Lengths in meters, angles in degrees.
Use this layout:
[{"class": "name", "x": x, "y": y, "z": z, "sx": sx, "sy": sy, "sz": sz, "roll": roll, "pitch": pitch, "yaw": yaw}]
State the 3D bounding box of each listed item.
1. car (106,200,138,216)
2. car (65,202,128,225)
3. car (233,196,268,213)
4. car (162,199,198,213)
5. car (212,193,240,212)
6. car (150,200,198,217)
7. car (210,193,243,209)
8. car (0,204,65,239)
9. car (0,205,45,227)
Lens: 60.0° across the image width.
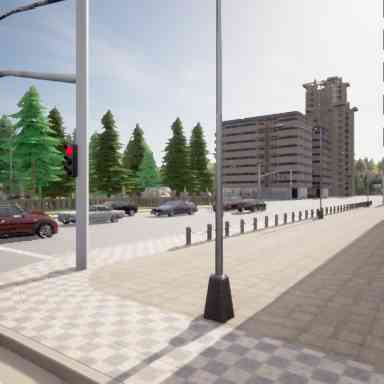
[{"class": "car", "x": -7.084, "y": 1.478, "z": 29.877, "sx": 1.882, "sy": 1.535, "sz": 5.008, "roll": 0, "pitch": 0, "yaw": 36}, {"class": "car", "x": -7.149, "y": 1.601, "z": 23.759, "sx": 1.895, "sy": 1.301, "sz": 4.718, "roll": 0, "pitch": 0, "yaw": 36}, {"class": "car", "x": 6.763, "y": 1.504, "z": 36.889, "sx": 1.837, "sy": 1.490, "sz": 4.892, "roll": 0, "pitch": 0, "yaw": 35}, {"class": "car", "x": -1.331, "y": 1.564, "z": 37.941, "sx": 1.994, "sy": 1.385, "sz": 4.181, "roll": 0, "pitch": 0, "yaw": 35}, {"class": "car", "x": 4.273, "y": 1.352, "z": 39.744, "sx": 2.097, "sy": 1.767, "sz": 4.553, "roll": 0, "pitch": 0, "yaw": 36}, {"class": "car", "x": -1.541, "y": 1.547, "z": 31.613, "sx": 2.033, "sy": 1.411, "sz": 5.357, "roll": 0, "pitch": 0, "yaw": 36}, {"class": "car", "x": 4.927, "y": 1.221, "z": 46.638, "sx": 2.150, "sy": 2.045, "sz": 5.566, "roll": 0, "pitch": 0, "yaw": 36}, {"class": "car", "x": -8.664, "y": 1.352, "z": 15.415, "sx": 2.097, "sy": 1.767, "sz": 4.553, "roll": 0, "pitch": 0, "yaw": 39}, {"class": "car", "x": -12.575, "y": 1.601, "z": 22.261, "sx": 1.895, "sy": 1.301, "sz": 4.718, "roll": 0, "pitch": 0, "yaw": 37}]
